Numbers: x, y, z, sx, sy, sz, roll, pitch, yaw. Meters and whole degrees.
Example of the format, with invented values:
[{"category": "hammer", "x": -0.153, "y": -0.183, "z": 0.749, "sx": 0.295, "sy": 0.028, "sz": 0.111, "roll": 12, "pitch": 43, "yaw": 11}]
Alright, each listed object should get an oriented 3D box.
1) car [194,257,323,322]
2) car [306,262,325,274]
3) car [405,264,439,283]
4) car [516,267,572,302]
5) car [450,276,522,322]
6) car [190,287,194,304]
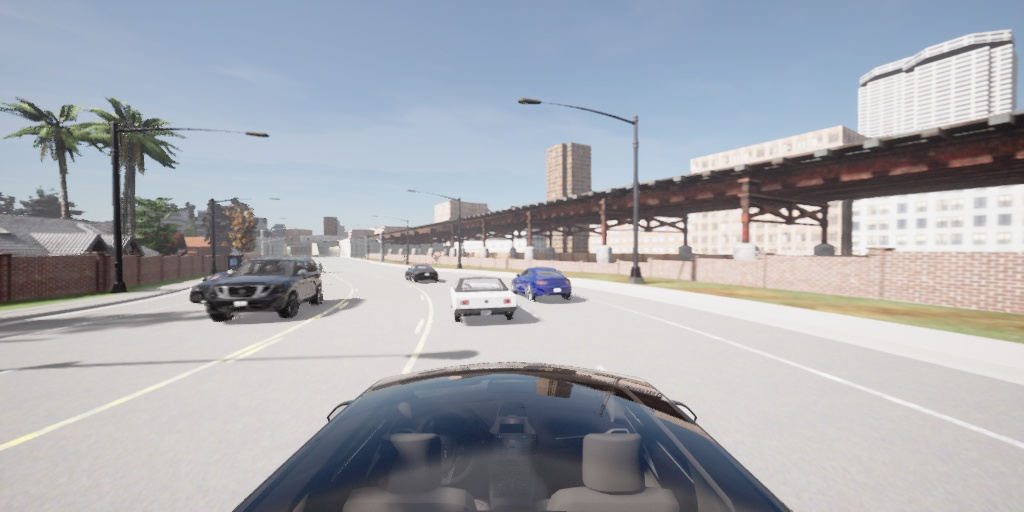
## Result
[{"category": "car", "x": -8.683, "y": 1.061, "z": 13.229, "sx": 2.150, "sy": 2.045, "sz": 5.566, "roll": 0, "pitch": 0, "yaw": -15}, {"category": "car", "x": -27.111, "y": 1.580, "z": 49.377, "sx": 2.128, "sy": 1.511, "sz": 4.902, "roll": -1, "pitch": 0, "yaw": -30}, {"category": "car", "x": -7.386, "y": 1.371, "z": 29.068, "sx": 1.994, "sy": 1.385, "sz": 4.181, "roll": -1, "pitch": 0, "yaw": -27}, {"category": "car", "x": 1.293, "y": 1.240, "z": 16.936, "sx": 1.812, "sy": 1.442, "sz": 4.674, "roll": -1, "pitch": 0, "yaw": -15}, {"category": "car", "x": -1.172, "y": 1.352, "z": 12.489, "sx": 1.895, "sy": 1.301, "sz": 4.718, "roll": -1, "pitch": 0, "yaw": -11}, {"category": "car", "x": -13.752, "y": 1.483, "z": 17.535, "sx": 1.994, "sy": 1.385, "sz": 4.181, "roll": -1, "pitch": 0, "yaw": -21}]
